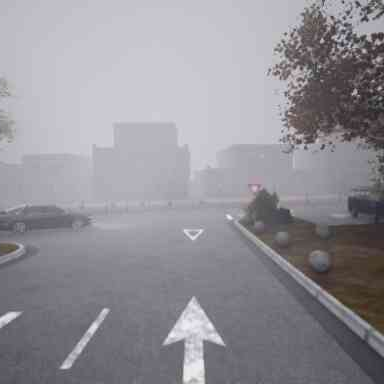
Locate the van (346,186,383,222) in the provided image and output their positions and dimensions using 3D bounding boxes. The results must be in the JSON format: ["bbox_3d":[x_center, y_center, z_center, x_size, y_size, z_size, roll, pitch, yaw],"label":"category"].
[{"bbox_3d":[11.061,0.661,20.246,1.878,1.987,4.442,-3,1,1],"label":"van"}]

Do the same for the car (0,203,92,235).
[{"bbox_3d":[-8.021,1.386,18.195,4.892,1.490,1.837,-2,2,-35],"label":"car"}]
